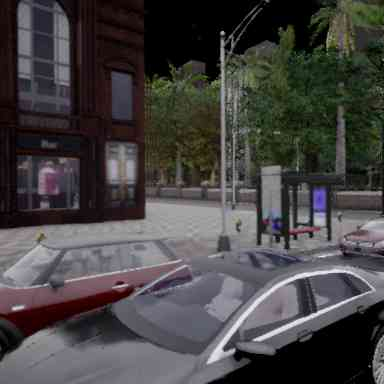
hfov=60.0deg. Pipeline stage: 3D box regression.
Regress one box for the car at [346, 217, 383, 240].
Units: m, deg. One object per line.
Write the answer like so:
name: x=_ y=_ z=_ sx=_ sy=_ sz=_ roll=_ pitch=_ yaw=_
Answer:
car: x=6.861 y=1.531 z=11.561 sx=4.206 sy=1.307 sz=1.802 roll=0 pitch=0 yaw=-36

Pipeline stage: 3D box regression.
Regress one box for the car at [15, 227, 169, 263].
car: x=-1.968 y=1.441 z=5.249 sx=4.097 sy=1.590 sz=1.967 roll=0 pitch=0 yaw=-36

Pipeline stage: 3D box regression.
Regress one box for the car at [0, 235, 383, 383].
car: x=0.507 y=1.485 z=3.618 sx=4.902 sy=1.511 sz=2.128 roll=0 pitch=0 yaw=-36
